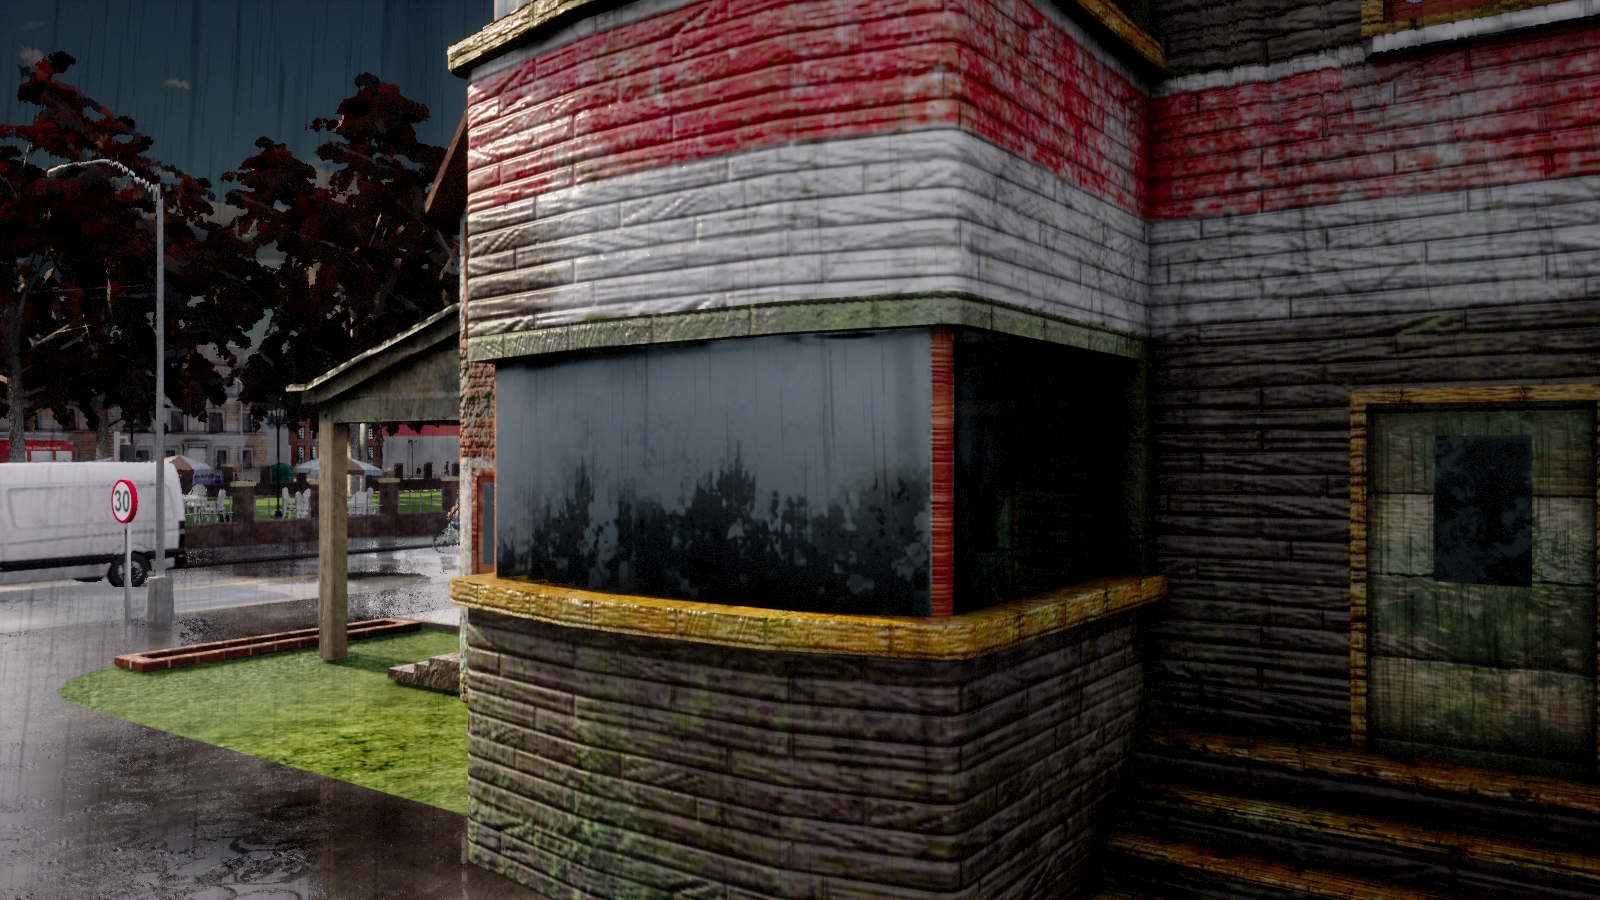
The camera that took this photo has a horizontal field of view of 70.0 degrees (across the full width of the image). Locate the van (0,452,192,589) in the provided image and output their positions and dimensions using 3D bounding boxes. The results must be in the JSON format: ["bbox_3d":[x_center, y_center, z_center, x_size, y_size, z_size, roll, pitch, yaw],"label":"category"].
[{"bbox_3d":[-15.373,1.314,22.320,1.988,2.561,5.915,0,0,35],"label":"van"}]

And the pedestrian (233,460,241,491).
[{"bbox_3d":[-33.550,1.524,68.052,0.375,1.860,0.375,0,0,-39],"label":"pedestrian"}]
